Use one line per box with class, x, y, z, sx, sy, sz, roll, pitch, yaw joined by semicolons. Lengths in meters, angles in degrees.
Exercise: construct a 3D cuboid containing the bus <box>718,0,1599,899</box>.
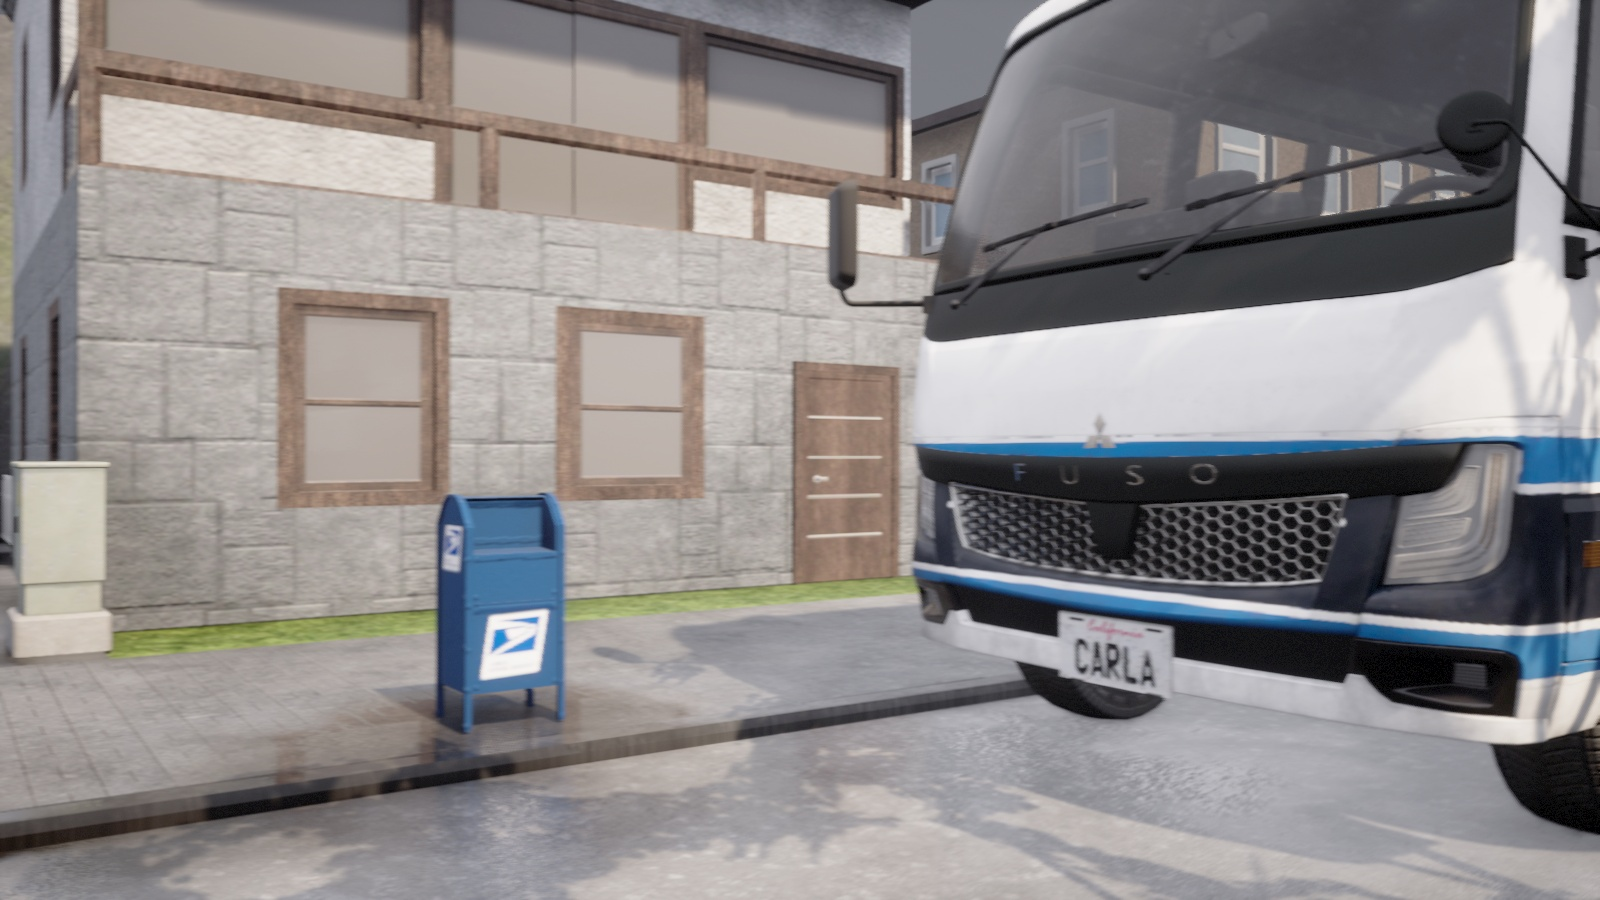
bus;4.941;-0.623;7.720;10.273;4.253;3.944;0;0;-34
